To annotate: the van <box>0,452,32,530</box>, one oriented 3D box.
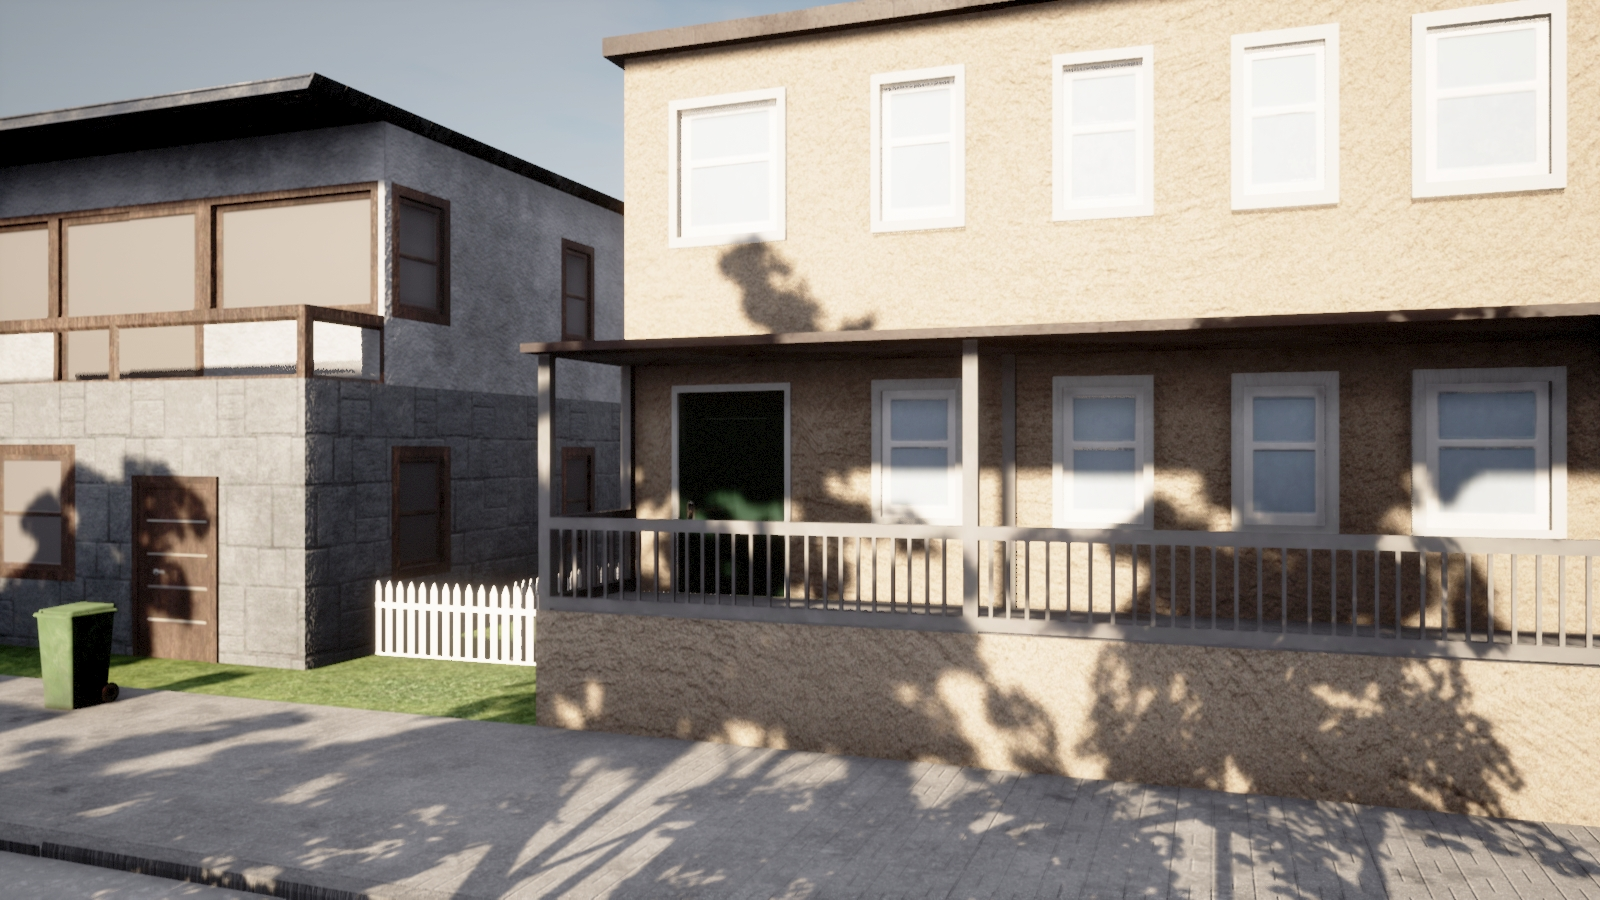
[{"bbox_3d":[-27.753,1.342,35.973,1.988,2.561,5.915,0,0,20],"label":"van"}]
